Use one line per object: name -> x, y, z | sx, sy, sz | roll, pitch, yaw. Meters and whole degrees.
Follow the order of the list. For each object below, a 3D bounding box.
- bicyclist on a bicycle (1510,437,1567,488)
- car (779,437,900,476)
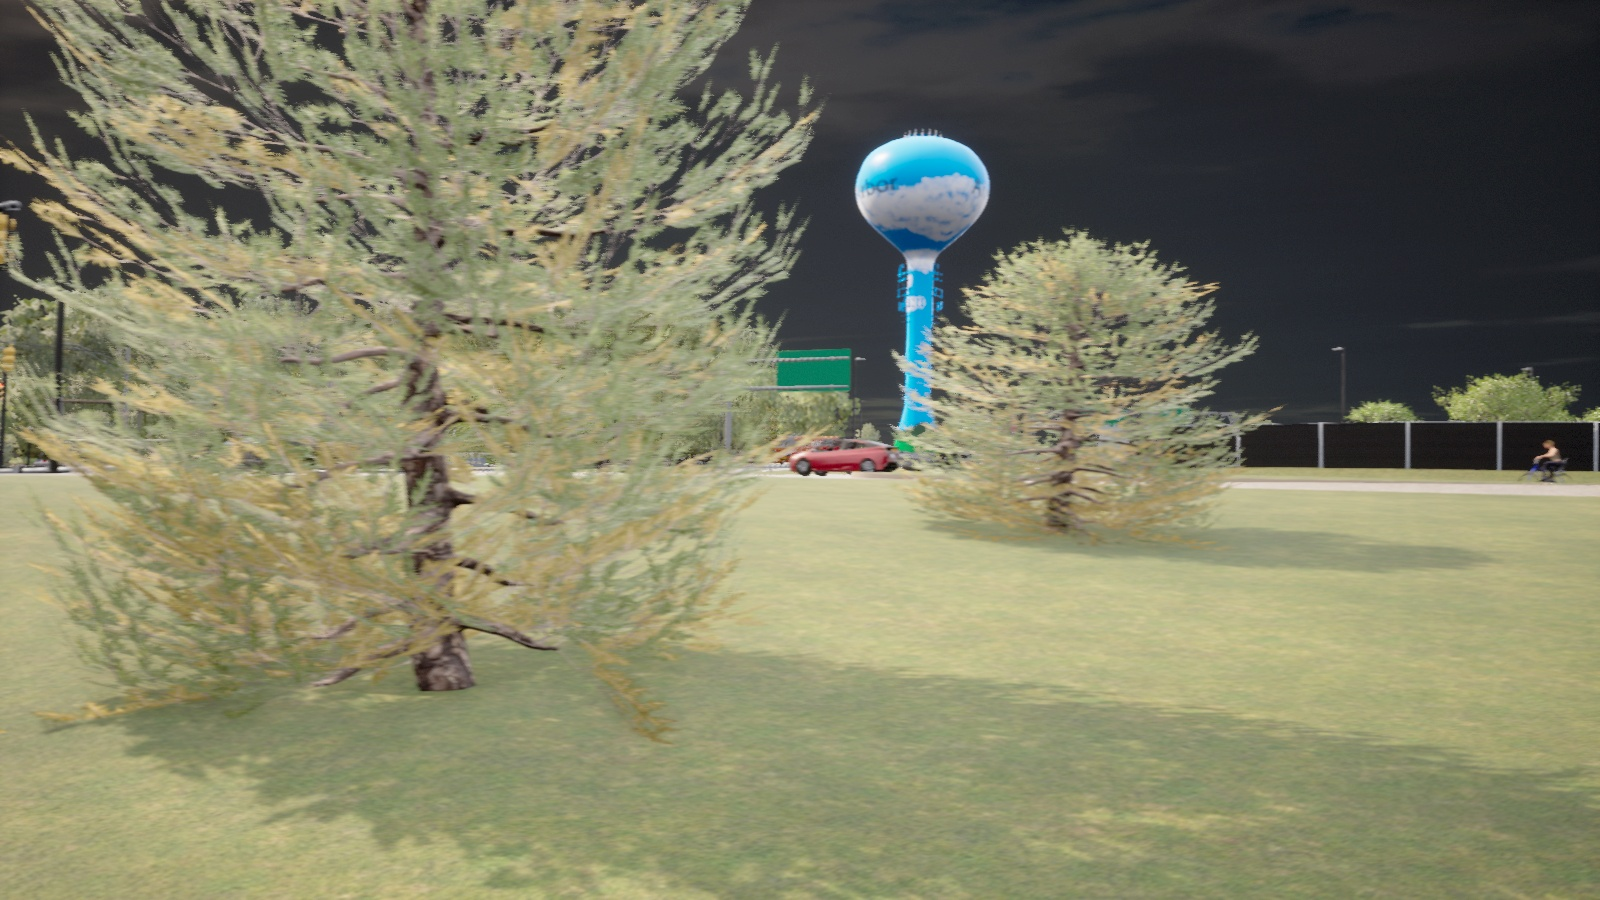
bicyclist on a bicycle -> 23.961, 0.400, 40.750 | 1.509, 1.612, 0.866 | 1, -2, 25
car -> 1.597, 0.299, 51.345 | 4.514, 1.525, 2.007 | 0, -1, 26
